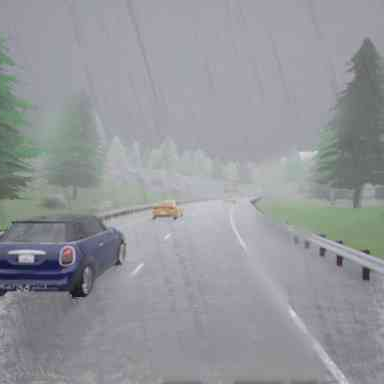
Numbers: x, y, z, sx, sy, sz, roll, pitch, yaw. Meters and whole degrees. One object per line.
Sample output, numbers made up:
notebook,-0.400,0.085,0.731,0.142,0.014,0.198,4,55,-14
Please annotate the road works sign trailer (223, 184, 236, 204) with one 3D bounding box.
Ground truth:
road works sign trailer,7.045,0.293,61.627,2.380,3.560,2.880,0,0,14

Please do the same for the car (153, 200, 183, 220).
car,-1.915,1.394,27.383,1.882,1.535,5.008,0,0,6

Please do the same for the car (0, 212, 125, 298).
car,-3.179,1.321,8.634,2.097,1.767,4.553,0,0,2
